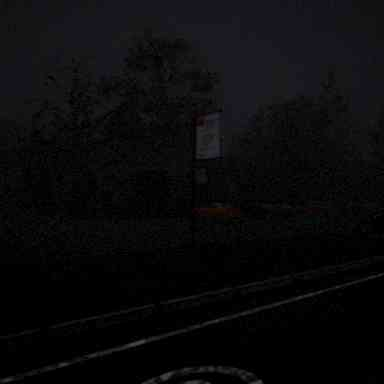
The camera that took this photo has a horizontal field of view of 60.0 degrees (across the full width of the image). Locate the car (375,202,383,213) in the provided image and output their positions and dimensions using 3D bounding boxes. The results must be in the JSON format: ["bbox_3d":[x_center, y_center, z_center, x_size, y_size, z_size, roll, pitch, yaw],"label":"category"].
[{"bbox_3d":[29.120,2.245,47.400,2.163,1.488,4.792,1,-1,-36],"label":"car"}]

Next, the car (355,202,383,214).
[{"bbox_3d":[24.614,2.108,44.128,2.097,1.535,5.008,1,-1,-36],"label":"car"}]

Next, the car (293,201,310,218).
[{"bbox_3d":[8.762,1.789,32.790,2.002,1.452,4.674,1,-1,-36],"label":"car"}]

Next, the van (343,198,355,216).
[{"bbox_3d":[15.490,1.668,37.740,1.878,1.987,4.442,1,-1,-36],"label":"van"}]

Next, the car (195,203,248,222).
[{"bbox_3d":[1.968,1.632,27.928,2.097,1.535,5.008,1,0,-36],"label":"car"}]

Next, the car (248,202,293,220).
[{"bbox_3d":[6.493,1.706,31.172,2.097,1.535,5.008,1,-1,-36],"label":"car"}]

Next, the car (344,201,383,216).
[{"bbox_3d":[22.455,2.052,42.358,1.946,1.575,5.366,1,-1,-36],"label":"car"}]

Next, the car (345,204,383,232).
[{"bbox_3d":[11.818,1.670,18.889,2.231,1.521,4.892,1,-1,-36],"label":"car"}]

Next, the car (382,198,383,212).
[{"bbox_3d":[31.419,2.020,48.979,2.435,2.045,5.566,1,-1,-36],"label":"car"}]

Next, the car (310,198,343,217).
[{"bbox_3d":[13.313,1.718,36.002,2.185,1.767,4.553,1,-1,-36],"label":"car"}]

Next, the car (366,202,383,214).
[{"bbox_3d":[26.890,2.192,45.731,2.163,1.488,4.792,1,-1,-36],"label":"car"}]

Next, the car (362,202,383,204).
[{"bbox_3d":[14.081,1.456,20.547,2.435,2.045,5.566,1,-1,-36],"label":"car"}]
